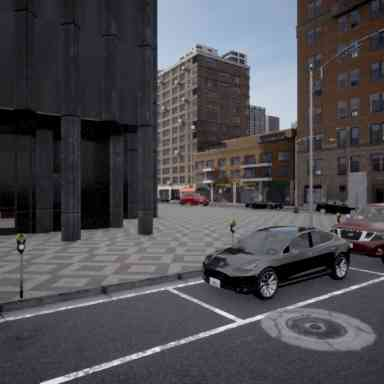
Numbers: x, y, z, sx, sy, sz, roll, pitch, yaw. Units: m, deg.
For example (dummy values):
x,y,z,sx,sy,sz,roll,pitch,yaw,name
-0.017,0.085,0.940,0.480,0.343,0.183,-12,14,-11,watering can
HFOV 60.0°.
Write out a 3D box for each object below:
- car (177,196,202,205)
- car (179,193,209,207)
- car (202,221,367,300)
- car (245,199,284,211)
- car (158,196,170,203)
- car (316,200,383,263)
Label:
x,y,z,sx,sy,sz,roll,pitch,yaw,name
-0.484,1.432,58.158,2.128,1.511,4.902,0,0,-34,car
0.377,1.177,51.406,2.150,2.045,5.566,0,0,-35,car
2.263,1.565,8.388,4.313,1.339,1.947,0,0,-36,car
8.560,1.558,39.547,1.895,1.301,4.718,0,0,-35,car
-6.336,1.513,66.524,1.895,1.301,4.718,0,0,-35,car
6.852,1.314,11.667,5.009,1.841,2.192,0,0,-36,car
